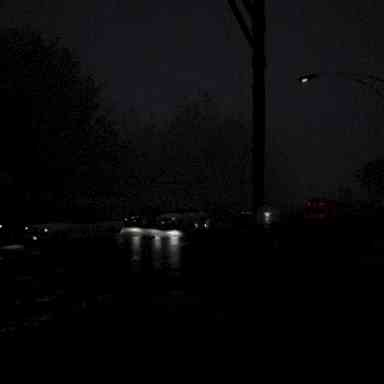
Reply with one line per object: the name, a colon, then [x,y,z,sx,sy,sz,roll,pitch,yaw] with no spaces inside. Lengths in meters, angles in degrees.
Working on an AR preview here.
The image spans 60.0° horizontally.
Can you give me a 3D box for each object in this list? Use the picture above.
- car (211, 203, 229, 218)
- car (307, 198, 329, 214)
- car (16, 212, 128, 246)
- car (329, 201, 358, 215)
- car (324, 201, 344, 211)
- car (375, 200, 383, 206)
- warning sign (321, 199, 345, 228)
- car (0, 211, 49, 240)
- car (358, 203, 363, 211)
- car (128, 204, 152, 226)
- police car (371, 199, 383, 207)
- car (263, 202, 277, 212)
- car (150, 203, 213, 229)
car: [2.118,1.861,34.163,2.128,1.511,4.902,0,-1,33]
car: [17.272,1.790,45.058,2.150,2.045,5.566,0,-1,33]
car: [-5.673,1.739,16.370,1.895,1.301,4.718,0,-1,33]
car: [19.206,2.096,42.086,2.033,1.411,5.357,0,-1,33]
car: [23.114,2.238,53.959,2.033,1.411,5.357,0,-1,33]
car: [46.205,2.608,81.621,1.812,1.442,4.674,0,-1,33]
warning sign: [9.369,1.402,22.075,1.300,1.860,1.060,0,0,33]
car: [-8.499,1.739,18.002,1.895,1.301,4.718,0,-1,33]
car: [24.921,2.270,50.793,1.895,1.301,4.718,0,-1,33]
car: [-3.390,1.756,25.782,1.837,1.490,4.892,0,-1,33]
police car: [40.779,2.401,73.354,1.930,1.638,5.238,0,-1,33]
car: [10.523,2.074,46.821,1.812,1.442,4.674,0,-1,34]
car: [-0.651,1.774,24.035,1.812,1.442,4.674,0,-1,34]
